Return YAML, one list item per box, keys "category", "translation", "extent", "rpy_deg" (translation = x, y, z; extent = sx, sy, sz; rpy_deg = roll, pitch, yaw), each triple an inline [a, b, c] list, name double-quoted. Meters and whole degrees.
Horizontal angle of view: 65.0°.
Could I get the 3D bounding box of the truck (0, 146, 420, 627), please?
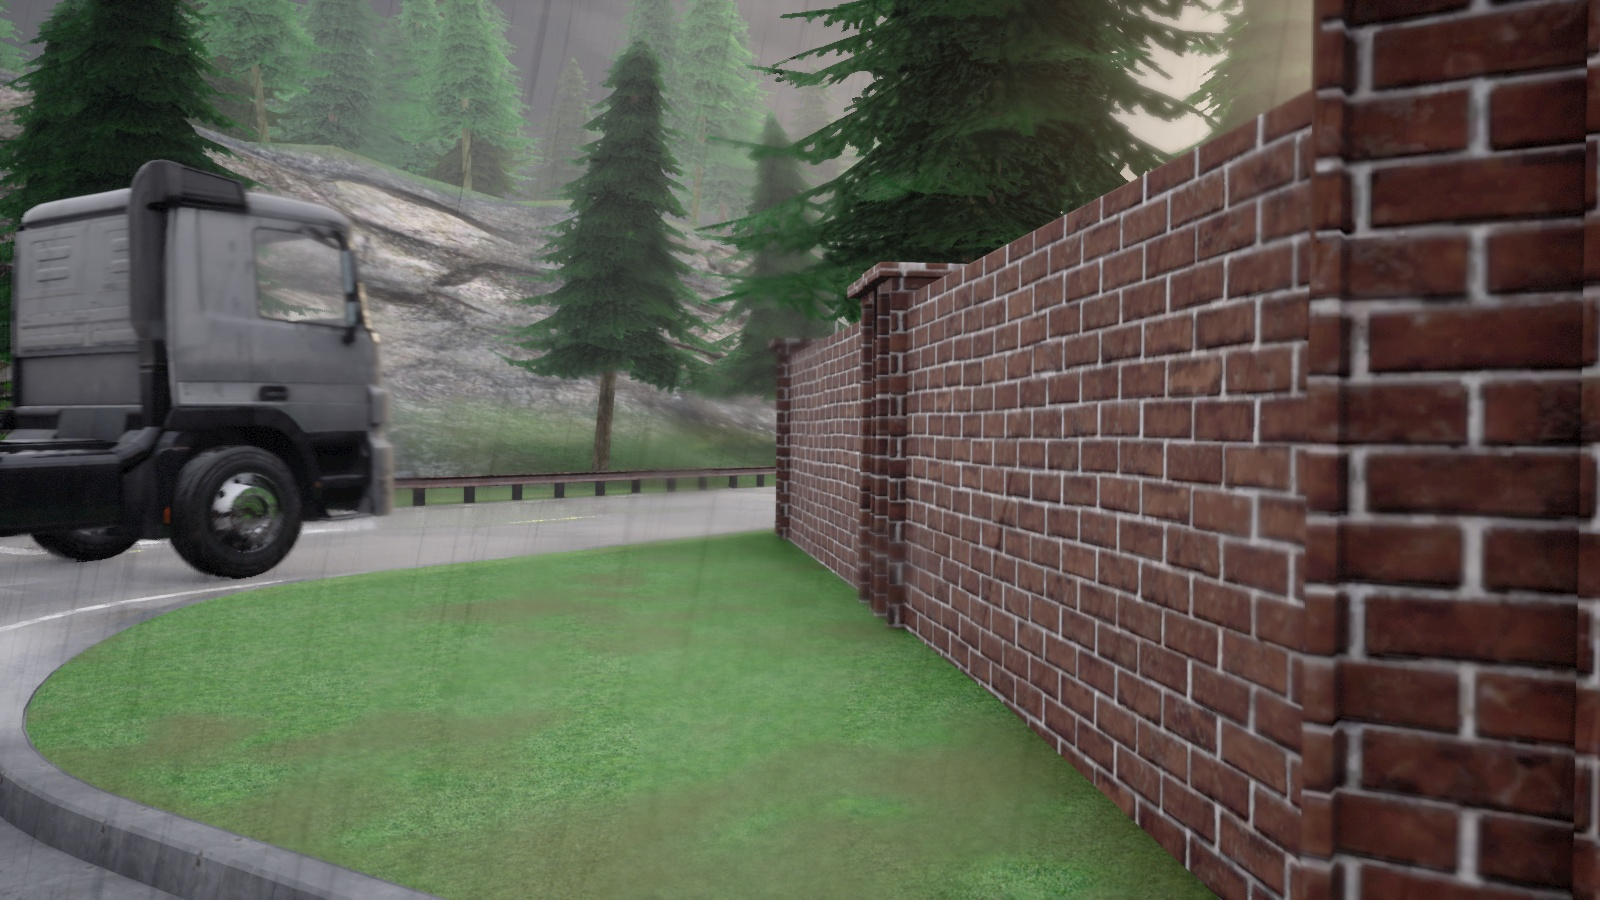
- category: "truck"
  translation: [-7.108, -0.441, 9.608]
  extent: [2.891, 3.462, 7.936]
  rpy_deg: [0, 3, 33]
